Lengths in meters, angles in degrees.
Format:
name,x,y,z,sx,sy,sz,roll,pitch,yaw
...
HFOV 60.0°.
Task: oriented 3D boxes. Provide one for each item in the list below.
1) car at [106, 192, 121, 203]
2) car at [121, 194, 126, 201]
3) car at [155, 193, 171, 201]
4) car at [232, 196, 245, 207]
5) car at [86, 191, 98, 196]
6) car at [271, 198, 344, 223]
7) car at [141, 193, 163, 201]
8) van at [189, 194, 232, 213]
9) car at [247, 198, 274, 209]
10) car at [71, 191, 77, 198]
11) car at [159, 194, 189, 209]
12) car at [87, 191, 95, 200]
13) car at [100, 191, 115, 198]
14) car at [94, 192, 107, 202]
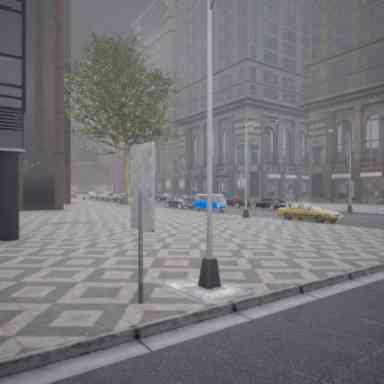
name,x,y,z,sx,sy,sz,roll,pitch,yaw
car,-11.116,0.987,51.537,2.008,1.369,4.403,1,0,-35
car,-7.795,1.046,46.797,1.752,1.417,4.829,1,0,-35
car,-4.135,0.873,56.434,1.967,1.590,4.097,1,0,-35
car,5.533,1.216,42.629,1.887,1.381,4.507,1,0,-35
car,-26.697,0.464,88.635,1.802,1.307,4.206,1,0,-35
car,8.322,1.393,23.784,1.752,1.417,4.829,1,0,-35
car,-7.360,0.903,61.034,2.008,1.369,4.403,1,0,-35
van,1.779,1.086,33.129,1.690,1.788,3.998,1,0,-35
car,8.754,1.308,38.028,1.947,1.339,4.313,1,0,-35
car,-27.228,0.478,74.540,1.967,1.590,4.097,1,0,-35
car,-1.446,1.225,37.731,2.008,1.369,4.403,1,0,-35
car,-17.562,0.825,60.738,2.008,1.369,4.403,1,0,-35
car,-20.251,0.580,79.435,1.887,1.381,4.507,1,0,-35
car,-14.339,0.905,56.138,2.008,1.369,4.403,1,0,-35
